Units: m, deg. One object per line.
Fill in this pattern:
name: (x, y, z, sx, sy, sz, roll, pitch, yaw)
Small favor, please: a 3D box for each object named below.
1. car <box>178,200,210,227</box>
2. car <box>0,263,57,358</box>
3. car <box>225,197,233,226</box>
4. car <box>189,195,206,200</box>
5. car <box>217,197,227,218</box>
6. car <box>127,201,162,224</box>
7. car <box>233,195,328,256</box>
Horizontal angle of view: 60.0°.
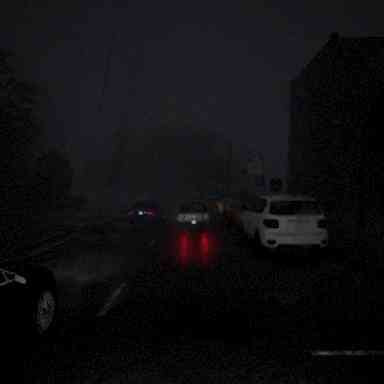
car: (0.107, 1.405, 21.031, 1.895, 1.301, 4.718, 0, 1, 0)
car: (-3.149, 1.456, 3.620, 2.128, 1.511, 4.902, 0, 1, 0)
car: (3.231, 1.304, 18.531, 1.946, 1.575, 5.366, 0, 1, 0)
car: (0.586, 1.138, 38.803, 2.128, 1.511, 4.902, 0, 1, 4)
car: (3.244, 1.204, 29.578, 1.946, 1.575, 5.366, 0, 0, 0)
car: (-3.142, 1.333, 22.912, 2.033, 1.411, 5.357, 0, 1, 0)
car: (3.226, 1.109, 12.720, 2.435, 2.045, 5.566, 0, 1, 0)
